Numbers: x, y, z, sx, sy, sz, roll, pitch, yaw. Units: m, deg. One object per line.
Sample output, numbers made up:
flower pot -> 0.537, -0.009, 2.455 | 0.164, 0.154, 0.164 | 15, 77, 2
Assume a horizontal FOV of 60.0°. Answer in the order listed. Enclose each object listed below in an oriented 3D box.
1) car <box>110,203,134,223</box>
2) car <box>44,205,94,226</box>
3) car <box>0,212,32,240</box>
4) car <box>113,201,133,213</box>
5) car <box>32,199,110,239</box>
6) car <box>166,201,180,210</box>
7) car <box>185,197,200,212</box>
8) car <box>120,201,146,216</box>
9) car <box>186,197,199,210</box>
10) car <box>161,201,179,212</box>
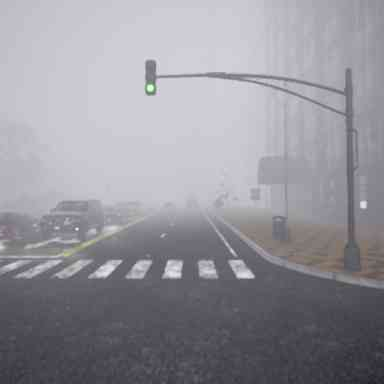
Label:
car -> -6.600, 1.931, 28.796 | 1.895, 1.301, 4.718 | 0, -1, 0
car -> -9.849, 1.858, 27.204 | 2.033, 1.411, 5.357 | 0, -1, 0
car -> -9.850, 1.763, 17.962 | 1.994, 1.385, 4.181 | 0, -1, 0
car -> -9.805, 2.093, 47.458 | 1.837, 1.490, 4.892 | 0, -1, 0
car -> -6.601, 1.433, 19.039 | 2.150, 2.045, 5.566 | 0, -1, 0
car -> -3.257, 2.290, 57.518 | 2.033, 1.411, 5.357 | 0, -1, 0
car -> 0.097, 1.958, 48.654 | 2.097, 1.767, 4.553 | 0, -1, 0
car -> -6.589, 1.813, 38.569 | 2.097, 1.767, 4.553 | 0, -1, 0
car -> 0.051, 1.984, 58.783 | 2.150, 2.045, 5.566 | 0, -1, 0
car -> -3.255, 2.115, 47.516 | 1.812, 1.442, 4.674 | 0, -1, 0
